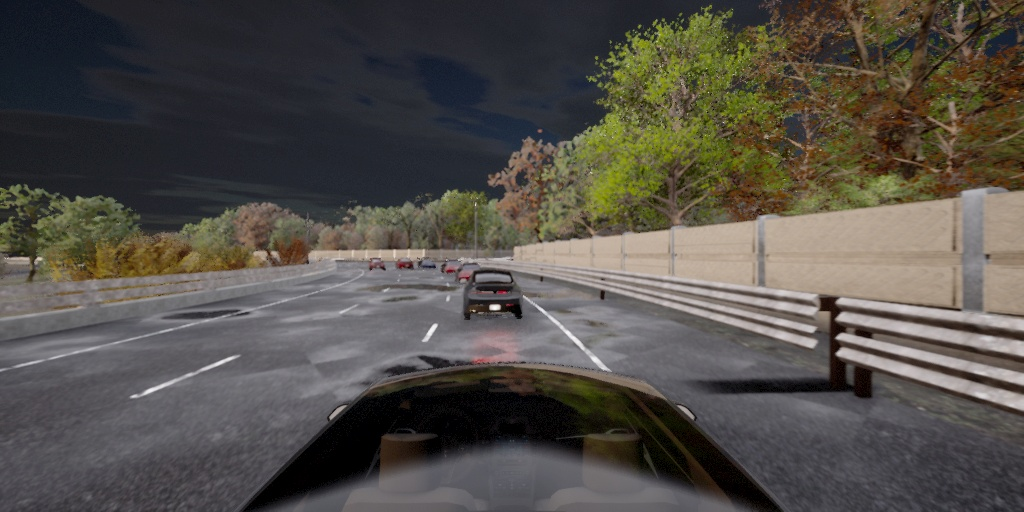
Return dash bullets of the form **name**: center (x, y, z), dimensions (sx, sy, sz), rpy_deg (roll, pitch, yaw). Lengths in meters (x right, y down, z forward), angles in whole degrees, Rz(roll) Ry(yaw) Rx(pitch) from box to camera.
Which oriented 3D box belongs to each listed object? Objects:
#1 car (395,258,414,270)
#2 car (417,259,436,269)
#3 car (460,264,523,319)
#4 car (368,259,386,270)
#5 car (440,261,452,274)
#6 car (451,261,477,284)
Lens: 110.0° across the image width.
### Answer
- **car**: center (-14.481, 1.037, 48.088), dimensions (1.882, 1.535, 5.008), rpy_deg (0, 0, -26)
- **car**: center (-12.429, 1.103, 51.843), dimensions (1.994, 1.385, 4.181), rpy_deg (0, 0, -27)
- **car**: center (-0.757, 1.207, 12.660), dimensions (1.837, 1.490, 4.892), rpy_deg (0, 0, -6)
- **car**: center (-17.676, 1.096, 46.673), dimensions (1.812, 1.442, 4.674), rpy_deg (0, 0, -26)
- **car**: center (-6.334, 1.158, 37.951), dimensions (1.994, 1.385, 4.181), rpy_deg (0, 0, -20)
- **car**: center (-3.019, 1.209, 25.783), dimensions (1.994, 1.385, 4.181), rpy_deg (0, 0, -13)
